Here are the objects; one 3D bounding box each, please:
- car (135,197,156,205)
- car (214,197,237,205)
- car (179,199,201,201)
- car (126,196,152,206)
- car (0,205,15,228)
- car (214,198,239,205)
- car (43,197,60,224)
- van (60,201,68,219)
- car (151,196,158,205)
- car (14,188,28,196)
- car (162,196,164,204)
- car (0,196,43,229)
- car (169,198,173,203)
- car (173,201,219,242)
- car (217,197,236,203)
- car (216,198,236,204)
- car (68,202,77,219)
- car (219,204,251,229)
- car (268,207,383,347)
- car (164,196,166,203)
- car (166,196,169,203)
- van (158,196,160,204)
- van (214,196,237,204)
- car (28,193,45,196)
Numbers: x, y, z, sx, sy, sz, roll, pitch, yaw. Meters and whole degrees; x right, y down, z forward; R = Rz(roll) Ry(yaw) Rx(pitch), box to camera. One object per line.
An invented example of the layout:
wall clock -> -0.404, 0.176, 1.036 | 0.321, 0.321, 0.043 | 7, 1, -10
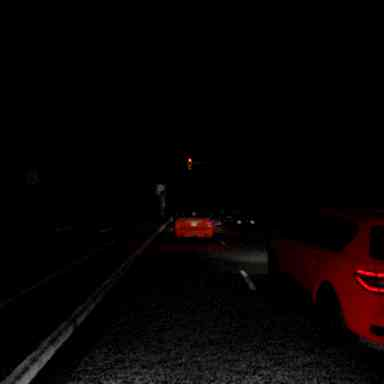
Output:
car -> -10.768, 2.097, 76.198 | 4.553, 1.767, 2.185 | -1, -1, -14
car -> 7.605, 2.037, 75.835 | 4.553, 1.767, 2.185 | 1, -1, -14
car -> 0.154, 1.693, 26.642 | 2.097, 1.767, 4.553 | 0, -1, 0
car -> -11.501, 2.189, 70.252 | 4.792, 1.488, 2.163 | -1, -1, -15
car -> -13.786, 1.790, 20.398 | 4.674, 1.452, 2.002 | -1, -1, -20
car -> 8.139, 2.195, 78.827 | 5.366, 1.575, 1.946 | 1, -1, -13
car -> -13.738, 1.580, 26.434 | 5.566, 2.045, 2.435 | -1, -1, -20
van -> -13.625, 1.645, 29.470 | 4.442, 1.987, 1.878 | -1, -1, -20
car -> -10.859, 2.181, 73.245 | 5.366, 1.575, 1.946 | -1, -1, -15
car -> -31.209, 0.298, 61.186 | 2.435, 2.045, 5.566 | 6, -3, -19
car -> -10.079, 2.293, 82.208 | 4.892, 1.521, 2.231 | -1, -1, -14
car -> -13.808, 1.539, 23.398 | 5.566, 2.045, 2.435 | -1, -1, -20
car -> -8.530, 2.471, 94.187 | 4.674, 1.452, 2.002 | -1, -1, -12
car -> 0.103, 1.579, 17.994 | 2.097, 1.767, 4.553 | 0, -1, 0
car -> 9.384, 2.198, 90.535 | 4.553, 1.767, 2.185 | 1, -1, -12
car -> 8.649, 2.300, 84.665 | 4.674, 1.452, 2.002 | 1, -1, -13
car -> -13.652, 1.787, 32.446 | 4.553, 1.767, 2.185 | -1, -1, -19
car -> 3.133, 1.834, 24.223 | 1.812, 1.442, 4.674 | 0, -1, 0
car -> 3.097, 1.299, 6.581 | 2.150, 2.045, 5.566 | 0, -1, 0
car -> -9.709, 2.366, 85.203 | 4.674, 1.452, 2.002 | -1, -1, -13
car -> -9.340, 2.402, 88.205 | 4.674, 1.452, 2.002 | -1, -1, -13
van -> -10.305, 2.030, 79.240 | 4.442, 1.987, 1.878 | -1, -1, -14
van -> 7.224, 1.903, 72.866 | 4.442, 1.987, 1.878 | 1, 0, -14
car -> -28.214, 0.860, 61.121 | 2.002, 1.452, 4.674 | 6, -3, -19
